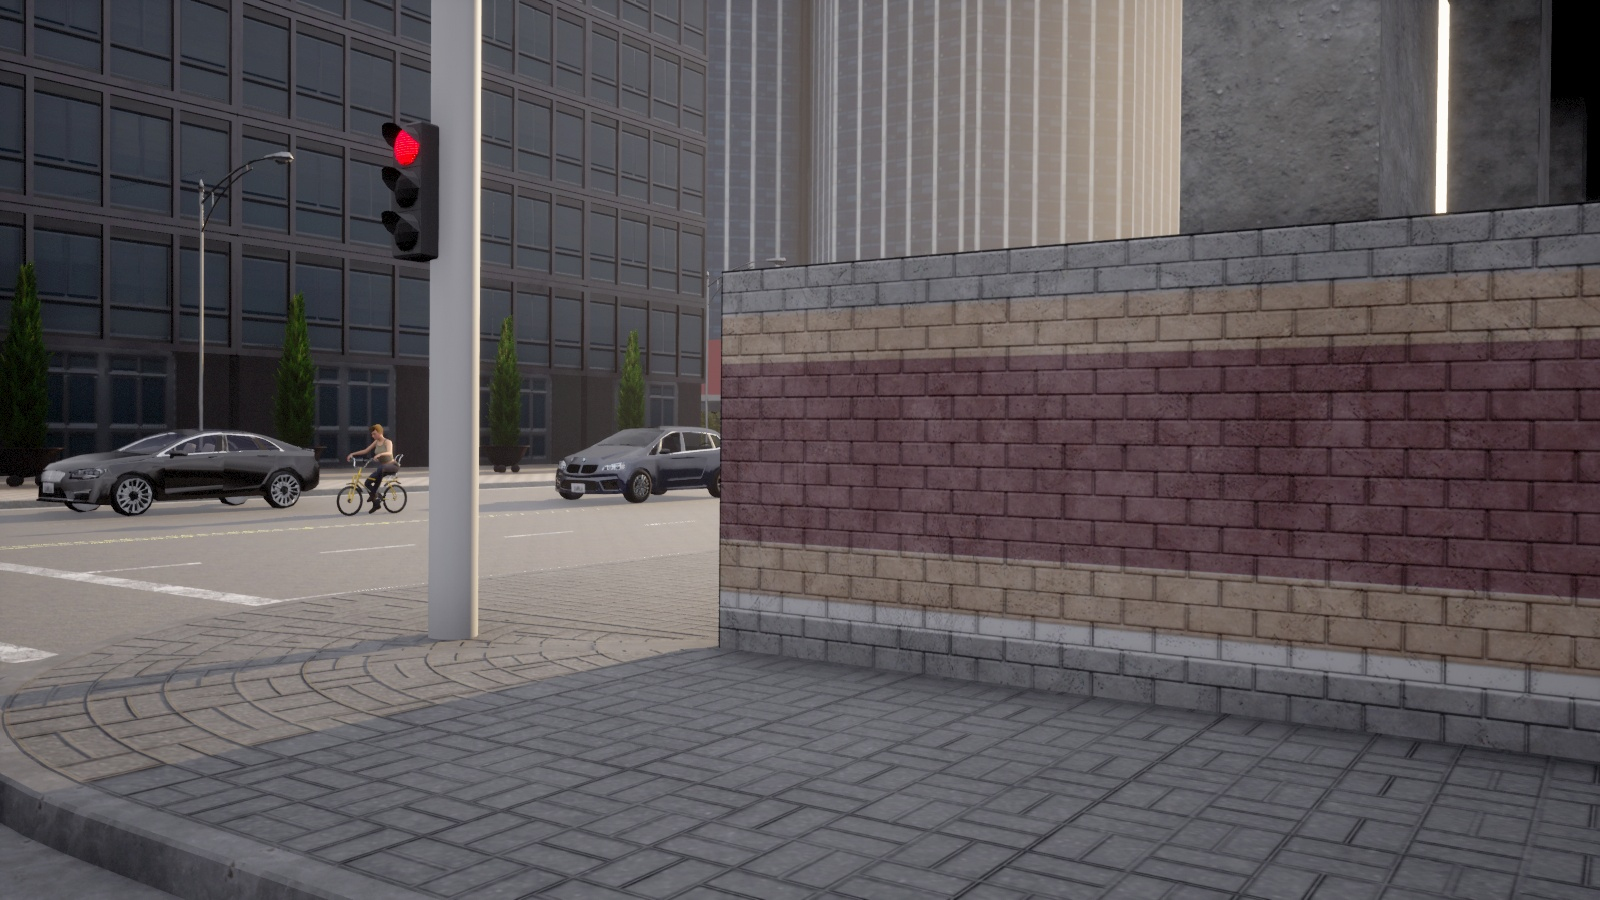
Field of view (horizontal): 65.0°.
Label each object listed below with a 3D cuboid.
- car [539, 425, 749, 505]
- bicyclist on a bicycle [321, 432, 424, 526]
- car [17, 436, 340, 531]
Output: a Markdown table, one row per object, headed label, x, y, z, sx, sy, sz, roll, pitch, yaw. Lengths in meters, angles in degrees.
| label | x | y | z | sx | sy | sz | roll | pitch | yaw |
| --- | --- | --- | --- | --- | --- | --- | --- | --- | --- |
| car | -3.441 | 0.272 | 28.584 | 2.242 | 1.667 | 4.611 | 0 | 1 | 34 |
| bicyclist on a bicycle | -7.597 | 0.487 | 22.361 | 0.866 | 1.612 | 1.509 | 0 | 1 | 34 |
| car | -11.276 | 0.529 | 23.165 | 2.128 | 1.511 | 4.902 | 0 | 1 | 34 |
